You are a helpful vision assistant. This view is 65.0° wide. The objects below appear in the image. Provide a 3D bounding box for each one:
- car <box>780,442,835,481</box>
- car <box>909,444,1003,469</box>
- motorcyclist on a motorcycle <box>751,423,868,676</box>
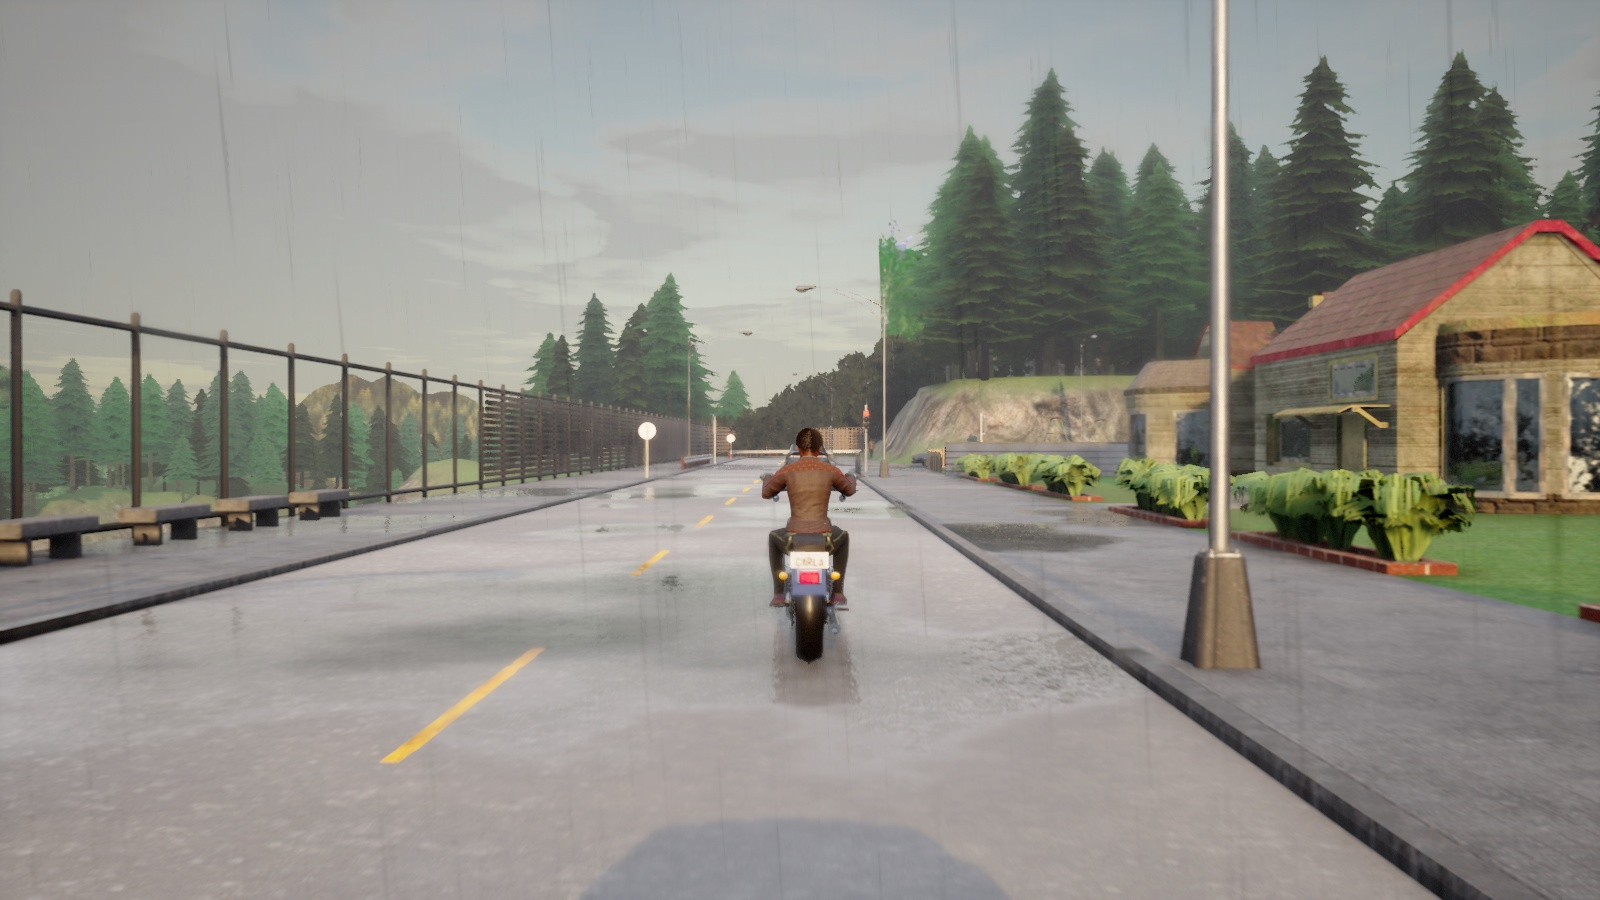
[{"bbox_3d":[0.317,0.415,51.122,2.128,1.511,4.902,0,0,0],"label":"car"},{"bbox_3d":[9.270,0.378,75.064,5.357,1.411,2.033,0,0,0],"label":"car"},{"bbox_3d":[0.069,0.644,9.373,0.766,1.649,2.350,0,0,0],"label":"motorcyclist on a motorcycle"}]
